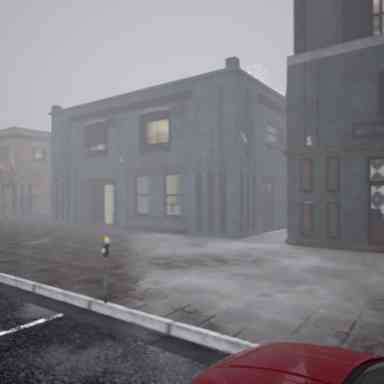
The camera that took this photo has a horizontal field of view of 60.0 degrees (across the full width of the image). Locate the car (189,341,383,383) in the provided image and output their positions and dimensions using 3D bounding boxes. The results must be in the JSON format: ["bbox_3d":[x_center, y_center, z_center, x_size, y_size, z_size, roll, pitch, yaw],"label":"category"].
[{"bbox_3d":[1.887,1.540,1.525,4.507,1.381,1.887,0,0,36],"label":"car"}]
